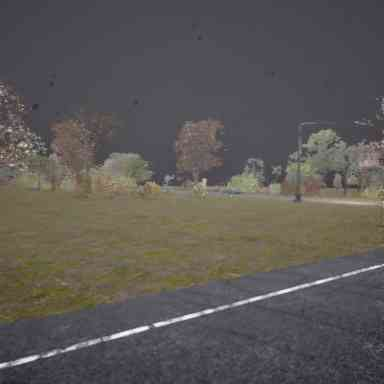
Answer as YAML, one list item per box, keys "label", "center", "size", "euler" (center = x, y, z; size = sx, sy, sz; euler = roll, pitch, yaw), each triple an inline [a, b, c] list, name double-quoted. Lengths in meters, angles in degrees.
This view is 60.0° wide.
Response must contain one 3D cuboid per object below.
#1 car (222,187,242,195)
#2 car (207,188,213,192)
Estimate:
- label: "car"
  center: [7.919, -0.236, 66.239]
  size: [1.994, 1.385, 4.181]
  euler: [0, 2, -36]
- label: "car"
  center: [2.341, -0.675, 74.039]
  size: [2.033, 1.411, 5.357]
  euler: [0, 2, -36]
